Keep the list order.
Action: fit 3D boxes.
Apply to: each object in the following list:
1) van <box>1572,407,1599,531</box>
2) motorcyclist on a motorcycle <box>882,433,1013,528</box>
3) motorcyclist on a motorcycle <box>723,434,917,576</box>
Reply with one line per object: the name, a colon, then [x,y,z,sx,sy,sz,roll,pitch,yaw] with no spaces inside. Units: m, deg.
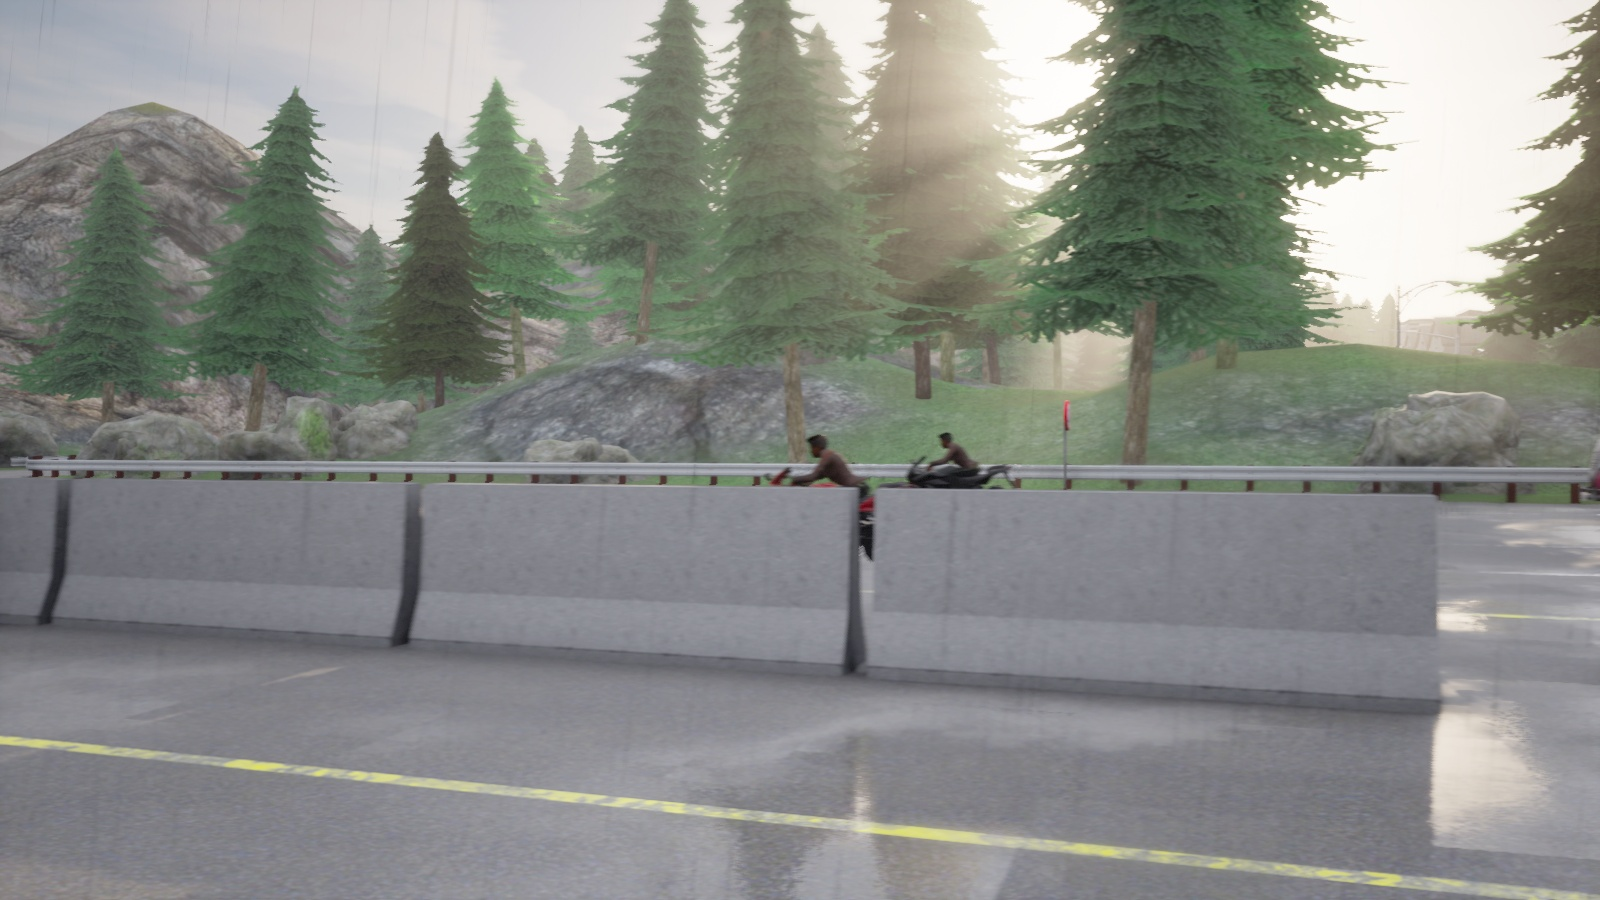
van: [15.217,0.313,20.224,4.442,1.987,1.775,1,1,19]
motorcyclist on a motorcycle: [2.452,0.483,20.829,2.044,1.523,0.797,0,1,19]
motorcyclist on a motorcycle: [0.232,0.581,14.191,2.044,1.523,0.797,0,1,19]
